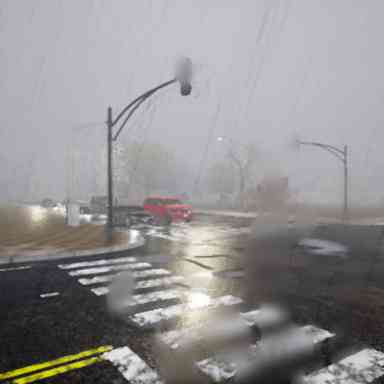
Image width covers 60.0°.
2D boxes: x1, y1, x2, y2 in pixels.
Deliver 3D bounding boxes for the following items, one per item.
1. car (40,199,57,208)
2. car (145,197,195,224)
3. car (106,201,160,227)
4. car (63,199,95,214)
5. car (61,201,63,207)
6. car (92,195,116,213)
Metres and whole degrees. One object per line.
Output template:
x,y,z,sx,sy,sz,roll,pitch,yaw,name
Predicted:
-23.278,1.805,53.963,1.812,1.442,4.674,0,0,-33,car
-2.075,1.408,27.072,2.150,2.045,5.566,0,0,-35,car
-4.542,1.708,24.952,1.837,1.490,4.892,0,0,-34,car
-12.936,1.790,37.880,1.994,1.385,4.181,0,0,-33,car
-20.553,1.837,55.735,2.033,1.411,5.357,0,0,-33,car
-10.682,1.423,40.371,2.150,2.045,5.566,0,1,-33,car
